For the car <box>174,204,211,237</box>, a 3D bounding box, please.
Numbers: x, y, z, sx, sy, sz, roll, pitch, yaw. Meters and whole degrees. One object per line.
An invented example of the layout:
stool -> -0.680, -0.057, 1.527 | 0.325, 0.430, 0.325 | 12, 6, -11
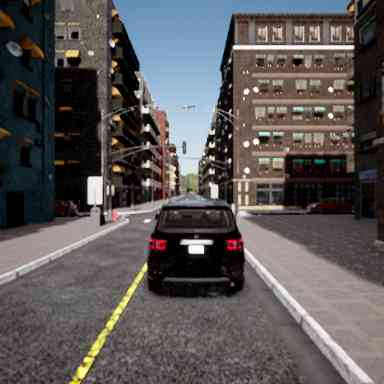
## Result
car -> -0.009, 1.511, 19.020 | 1.837, 1.490, 4.892 | 0, 0, -1

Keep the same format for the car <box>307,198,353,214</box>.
car -> 13.549, 1.323, 33.006 | 4.097, 1.590, 1.967 | -1, 0, 0

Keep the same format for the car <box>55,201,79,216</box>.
car -> -13.556, 1.581, 33.075 | 4.097, 1.590, 1.967 | -1, 0, 0

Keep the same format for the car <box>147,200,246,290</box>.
car -> 0.092, 1.223, 9.197 | 2.150, 2.045, 5.566 | 0, 0, 0
